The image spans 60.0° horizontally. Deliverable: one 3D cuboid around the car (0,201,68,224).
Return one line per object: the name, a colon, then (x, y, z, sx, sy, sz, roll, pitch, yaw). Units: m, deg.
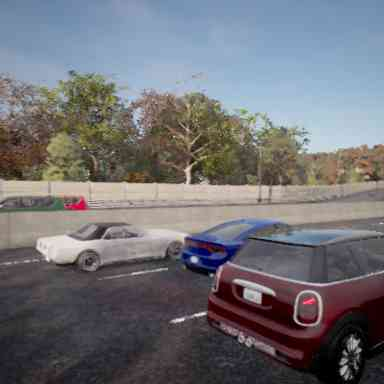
car: (-12.255, 1.518, 25.338, 4.892, 1.490, 1.837, 0, 0, -35)

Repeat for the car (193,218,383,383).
car: (2.511, 1.364, 5.533, 4.553, 1.767, 2.097, 0, 0, -35)

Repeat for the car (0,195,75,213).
car: (-9.806, 1.230, 18.491, 5.566, 2.045, 2.150, 0, 0, -35)

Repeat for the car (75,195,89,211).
car: (-9.857, 1.234, 22.752, 5.566, 2.045, 2.150, 0, 0, -35)

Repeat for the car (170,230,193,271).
car: (2.074, 1.495, 9.513, 5.008, 1.535, 1.882, 0, 0, -35)

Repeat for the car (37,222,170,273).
car: (-2.271, 1.611, 10.722, 4.718, 1.301, 1.895, 0, 0, -35)
